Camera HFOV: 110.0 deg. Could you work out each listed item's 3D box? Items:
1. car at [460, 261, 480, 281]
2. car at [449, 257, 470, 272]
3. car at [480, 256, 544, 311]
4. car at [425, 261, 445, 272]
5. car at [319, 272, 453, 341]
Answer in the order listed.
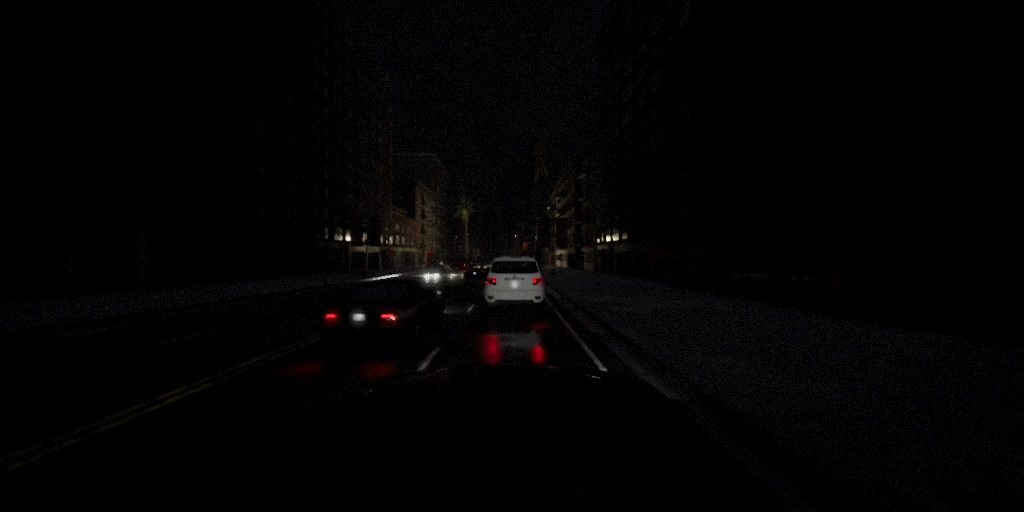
[{"bbox_3d":[-3.149,1.434,32.366,1.994,1.385,4.181,0,0,0],"label":"car"},{"bbox_3d":[-6.572,1.142,46.077,2.150,2.045,5.566,0,-1,0],"label":"car"},{"bbox_3d":[0.094,1.030,14.835,2.150,2.045,5.566,0,0,0],"label":"car"},{"bbox_3d":[-9.819,1.410,45.943,2.128,1.511,4.902,0,0,0],"label":"car"},{"bbox_3d":[-3.181,1.335,9.984,2.033,1.411,5.357,0,0,0],"label":"car"}]
